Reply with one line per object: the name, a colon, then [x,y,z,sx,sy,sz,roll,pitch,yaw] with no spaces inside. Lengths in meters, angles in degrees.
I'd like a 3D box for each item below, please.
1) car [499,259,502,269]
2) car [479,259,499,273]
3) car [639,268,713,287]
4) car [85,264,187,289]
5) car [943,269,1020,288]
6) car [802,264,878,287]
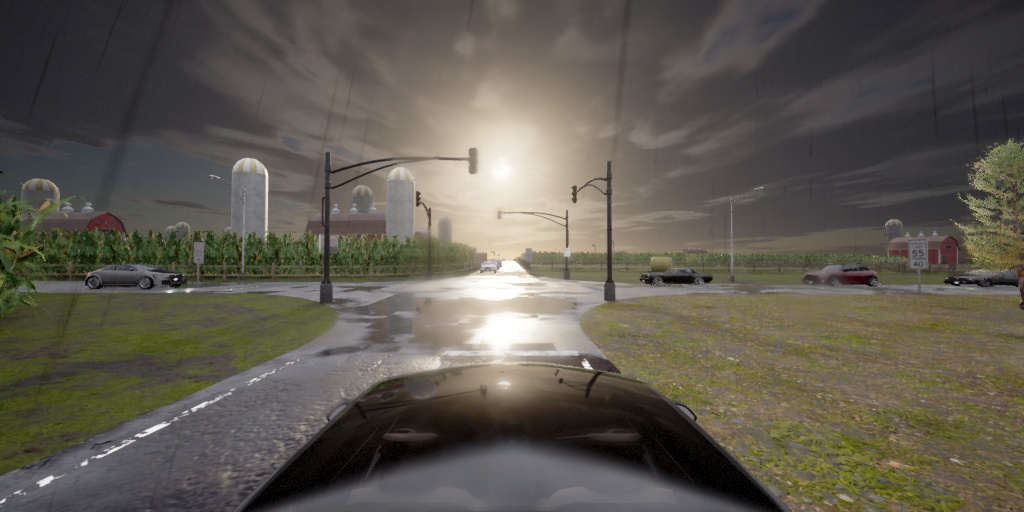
car: [-2.861,1.329,53.510,1.812,1.442,4.674,0,0,0]
car: [-2.807,1.314,43.480,1.812,1.442,4.674,0,0,-1]
car: [11.883,1.523,26.244,4.718,1.301,1.895,0,-1,0]
car: [-20.968,1.118,20.125,4.181,1.385,1.994,0,-1,-3]
car: [36.761,1.696,27.709,5.357,1.411,2.033,1,-1,-4]
car: [24.415,1.382,26.795,4.553,1.767,2.097,0,-1,-4]
